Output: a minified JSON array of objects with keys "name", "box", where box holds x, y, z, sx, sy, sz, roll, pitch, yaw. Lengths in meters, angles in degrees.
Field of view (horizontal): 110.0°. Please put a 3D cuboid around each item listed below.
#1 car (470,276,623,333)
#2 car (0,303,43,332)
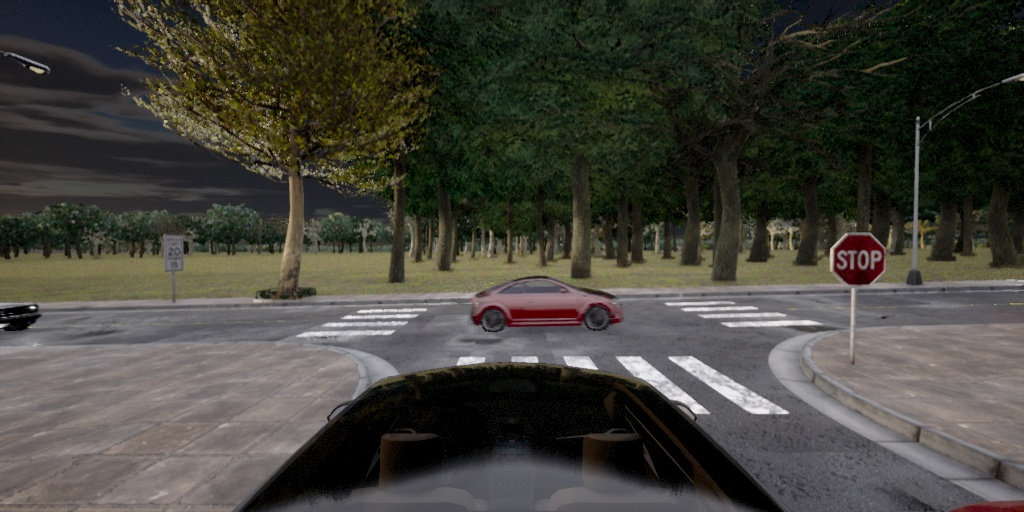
[{"name":"car","box":[0.910,1.255,10.080,4.181,1.385,1.994,-1,1,0]},{"name":"car","box":[-16.583,1.714,10.085,4.718,1.301,1.895,-1,1,0]}]
